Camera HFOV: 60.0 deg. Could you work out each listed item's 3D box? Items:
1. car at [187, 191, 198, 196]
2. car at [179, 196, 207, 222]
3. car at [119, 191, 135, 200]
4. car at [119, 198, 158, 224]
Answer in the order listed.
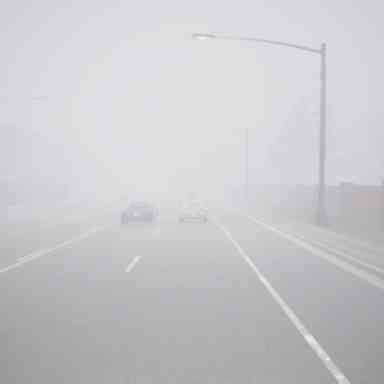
[{"bbox_3d":[0.082,0.534,60.302,2.033,1.411,5.357,0,2,0],"label":"car"},{"bbox_3d":[0.092,1.260,23.362,1.812,1.442,4.674,0,0,0],"label":"car"},{"bbox_3d":[-10.517,0.661,53.901,1.882,1.535,5.008,0,1,0],"label":"car"},{"bbox_3d":[-3.406,1.312,22.088,1.994,1.385,4.181,0,1,0],"label":"car"}]
